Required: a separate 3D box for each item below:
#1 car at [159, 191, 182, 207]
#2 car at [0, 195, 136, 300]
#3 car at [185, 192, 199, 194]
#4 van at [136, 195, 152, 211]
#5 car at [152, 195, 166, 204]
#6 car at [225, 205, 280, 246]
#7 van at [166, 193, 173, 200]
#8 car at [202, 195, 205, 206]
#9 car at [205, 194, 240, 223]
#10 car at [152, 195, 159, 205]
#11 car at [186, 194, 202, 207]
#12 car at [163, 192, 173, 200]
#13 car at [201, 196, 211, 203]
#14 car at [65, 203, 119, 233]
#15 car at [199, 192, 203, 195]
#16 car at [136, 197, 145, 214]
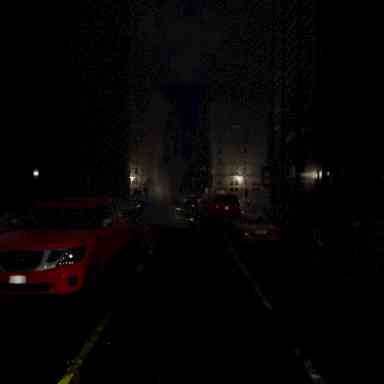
[{"bbox_3d":[-3.103,1.099,48.994,2.150,2.045,5.566,0,0,0],"label":"car"},{"bbox_3d":[-3.105,1.197,8.685,2.150,2.045,5.566,0,0,0],"label":"car"},{"bbox_3d":[-0.023,1.310,63.975,2.128,1.511,4.902,0,0,0],"label":"car"},{"bbox_3d":[-5.873,1.257,37.265,1.690,1.788,3.998,0,0,0],"label":"van"},{"bbox_3d":[-5.880,1.275,59.826,1.967,1.590,4.097,0,0,0],"label":"car"},{"bbox_3d":[2.661,1.490,14.898,1.752,1.417,4.829,0,0,1],"label":"car"},{"bbox_3d":[-5.890,1.059,88.025,1.690,1.788,3.998,0,0,0],"label":"van"},{"bbox_3d":[2.649,1.429,48.526,2.008,1.369,4.403,0,0,0],"label":"car"},{"bbox_3d":[2.384,1.173,25.462,2.150,2.045,5.566,0,0,0],"label":"car"},{"bbox_3d":[-5.878,1.440,54.185,1.802,1.307,4.206,0,0,0],"label":"car"},{"bbox_3d":[0.008,1.428,48.136,2.033,1.411,5.357,0,0,1],"label":"car"},{"bbox_3d":[-5.888,1.058,82.384,2.192,1.841,5.009,0,0,0],"label":"car"},{"bbox_3d":[2.644,1.394,65.444,1.802,1.307,4.206,0,0,0],"label":"car"},{"bbox_3d":[-5.874,1.479,20.141,1.752,1.417,4.829,0,0,1],"label":"car"},{"bbox_3d":[2.645,1.275,59.804,1.967,1.590,4.097,0,0,0],"label":"car"},{"bbox_3d":[-5.872,1.455,31.454,1.752,1.417,4.829,0,0,0],"label":"car"}]
